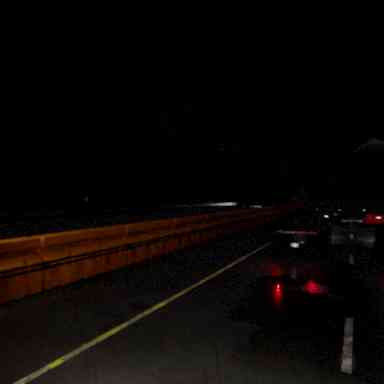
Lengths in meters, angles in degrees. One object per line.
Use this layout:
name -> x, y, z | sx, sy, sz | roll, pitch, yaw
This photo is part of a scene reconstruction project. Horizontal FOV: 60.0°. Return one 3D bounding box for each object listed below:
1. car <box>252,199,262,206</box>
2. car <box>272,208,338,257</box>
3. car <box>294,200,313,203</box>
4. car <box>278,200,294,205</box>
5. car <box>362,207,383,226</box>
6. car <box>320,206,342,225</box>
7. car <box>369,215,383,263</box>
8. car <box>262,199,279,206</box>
car -> 14.733, 2.298, 72.149 | 1.812, 1.442, 4.674 | -1, -1, 39
car -> 4.613, 1.639, 13.681 | 2.128, 1.511, 4.902 | 0, -1, 26
car -> 22.388, 2.227, 64.924 | 2.033, 1.411, 5.357 | -1, -1, 39
car -> 19.818, 2.268, 67.313 | 1.994, 1.385, 4.181 | -1, -1, 39
car -> 14.259, 1.832, 25.667 | 1.994, 1.385, 4.181 | 0, -1, 26
car -> 11.118, 1.852, 27.211 | 1.994, 1.385, 4.181 | 0, -1, 26
car -> 7.655, 1.725, 11.936 | 1.895, 1.301, 4.718 | 0, -1, 26
car -> 17.278, 2.222, 69.729 | 1.882, 1.535, 5.008 | -1, -1, 39
